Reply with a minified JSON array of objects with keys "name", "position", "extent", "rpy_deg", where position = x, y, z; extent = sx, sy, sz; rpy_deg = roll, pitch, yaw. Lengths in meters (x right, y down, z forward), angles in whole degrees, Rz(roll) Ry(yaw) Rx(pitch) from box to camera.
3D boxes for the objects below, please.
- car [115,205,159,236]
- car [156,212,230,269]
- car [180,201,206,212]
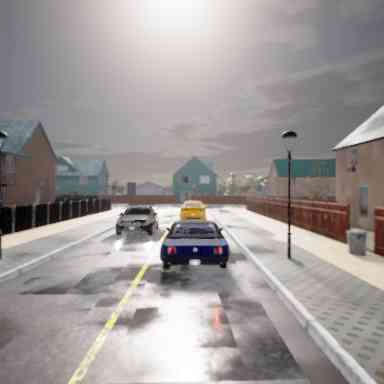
[{"name":"car","position":[-2.847,1.456,18.105],"extent":[1.812,1.442,4.674],"rpy_deg":[0,0,0]},{"name":"car","position":[0.087,1.552,10.933],"extent":[1.895,1.301,4.718],"rpy_deg":[0,0,0]},{"name":"car","position":[0.080,1.396,25.357],"extent":[1.882,1.535,5.008],"rpy_deg":[0,0,0]}]
